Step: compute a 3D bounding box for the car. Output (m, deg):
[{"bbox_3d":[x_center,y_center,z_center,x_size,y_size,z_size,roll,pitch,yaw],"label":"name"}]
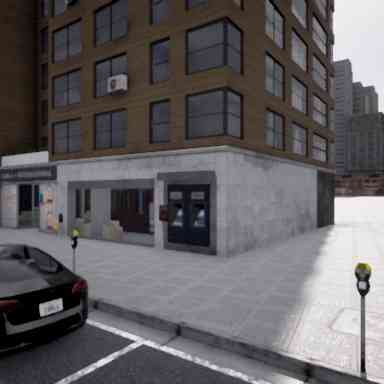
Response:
[{"bbox_3d":[-3.554,1.560,5.607,4.313,1.339,1.947,0,0,35],"label":"car"}]
